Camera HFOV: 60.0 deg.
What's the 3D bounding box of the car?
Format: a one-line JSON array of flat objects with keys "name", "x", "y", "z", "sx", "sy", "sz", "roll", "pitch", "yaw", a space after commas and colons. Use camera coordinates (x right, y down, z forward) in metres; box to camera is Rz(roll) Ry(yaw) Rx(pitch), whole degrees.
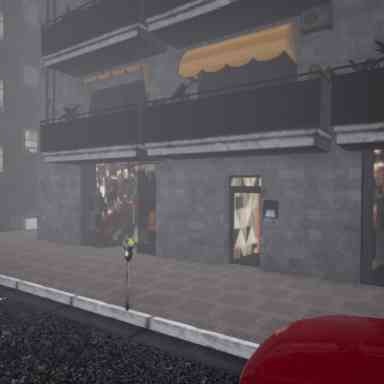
[{"name": "car", "x": 2.480, "y": 1.316, "z": 1.169, "sx": 5.009, "sy": 1.841, "sz": 2.192, "roll": 0, "pitch": 1, "yaw": 34}]
